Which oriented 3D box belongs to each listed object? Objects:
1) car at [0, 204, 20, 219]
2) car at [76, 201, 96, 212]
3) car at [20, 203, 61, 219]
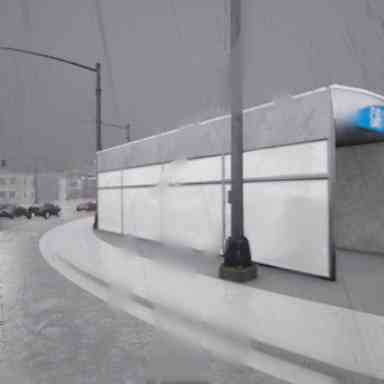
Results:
[{"bbox_3d":[-18.038,1.922,33.206,1.994,1.385,4.181,0,0,0],"label":"car"},{"bbox_3d":[-13.927,1.977,45.662,1.994,1.385,4.181,0,0,22],"label":"car"},{"bbox_3d":[-14.527,1.837,32.654,1.837,1.490,4.892,0,0,-2],"label":"car"}]
